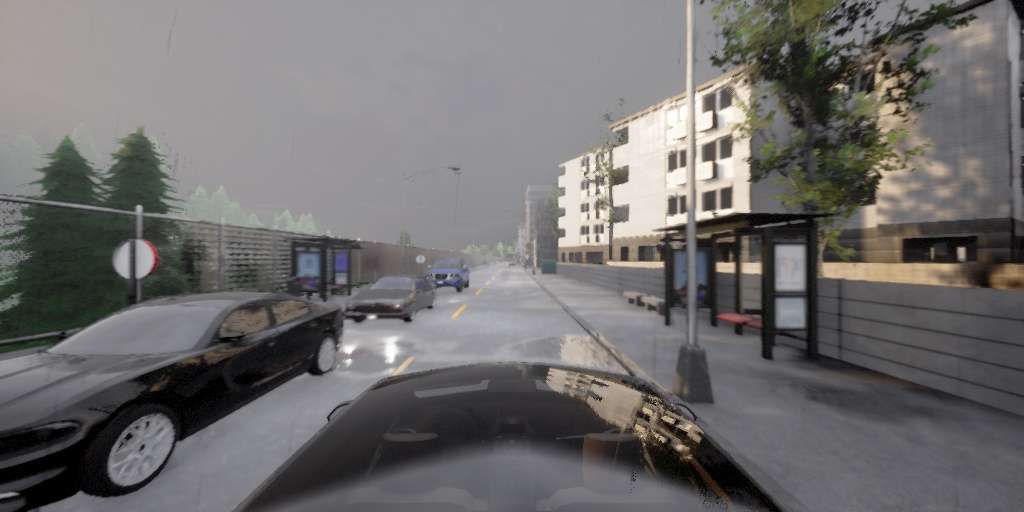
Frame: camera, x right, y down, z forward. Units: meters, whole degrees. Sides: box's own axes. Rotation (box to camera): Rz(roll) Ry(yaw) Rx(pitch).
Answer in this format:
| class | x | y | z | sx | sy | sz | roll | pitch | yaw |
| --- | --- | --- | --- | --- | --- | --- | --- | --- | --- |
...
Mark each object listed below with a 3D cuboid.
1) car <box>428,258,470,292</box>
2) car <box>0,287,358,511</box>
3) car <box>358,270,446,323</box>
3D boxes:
| class | x | y | z | sx | sy | sz | roll | pitch | yaw |
| --- | --- | --- | --- | --- | --- | --- | --- | --- | --- |
| car | -4.007 | 1.152 | 23.064 | 2.150 | 2.045 | 5.566 | 0 | 0 | 0 |
| car | -4.099 | 1.248 | 4.714 | 1.882 | 1.535 | 5.008 | 0 | 0 | 0 |
| car | -3.999 | 1.390 | 12.904 | 2.033 | 1.411 | 5.357 | 0 | -1 | 0 |
